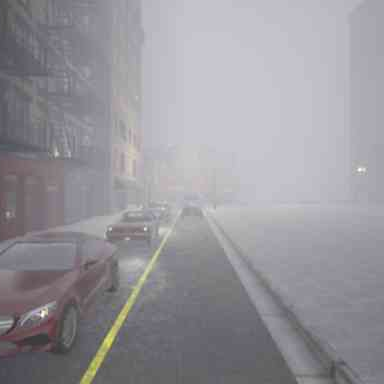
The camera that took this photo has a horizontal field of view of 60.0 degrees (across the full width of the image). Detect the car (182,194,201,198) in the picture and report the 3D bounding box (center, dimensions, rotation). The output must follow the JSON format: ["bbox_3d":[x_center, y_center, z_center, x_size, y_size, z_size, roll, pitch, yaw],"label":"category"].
[{"bbox_3d":[-0.042,1.226,42.302,2.150,2.045,5.566,0,-1,0],"label":"car"}]

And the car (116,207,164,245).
[{"bbox_3d":[-2.625,1.598,15.764,1.895,1.301,4.718,0,0,0],"label":"car"}]

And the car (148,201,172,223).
[{"bbox_3d":[-2.552,1.491,25.594,2.128,1.511,4.902,0,0,0],"label":"car"}]

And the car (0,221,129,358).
[{"bbox_3d":[-2.614,1.524,6.252,1.812,1.442,4.674,0,0,0],"label":"car"}]

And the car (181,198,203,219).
[{"bbox_3d":[-0.003,1.525,28.679,1.812,1.442,4.674,0,0,0],"label":"car"}]
